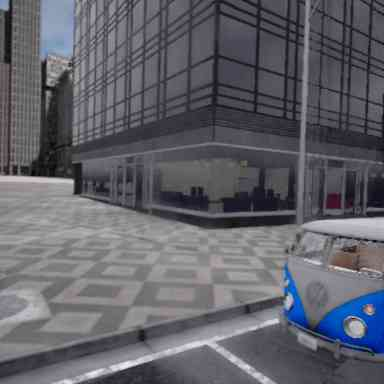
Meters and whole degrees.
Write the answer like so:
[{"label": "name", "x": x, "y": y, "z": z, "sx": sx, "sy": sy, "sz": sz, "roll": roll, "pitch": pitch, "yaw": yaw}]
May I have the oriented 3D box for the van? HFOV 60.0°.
[{"label": "van", "x": 3.152, "y": 1.299, "z": 5.161, "sx": 3.998, "sy": 1.788, "sz": 1.690, "roll": 1, "pitch": 2, "yaw": -34}]
